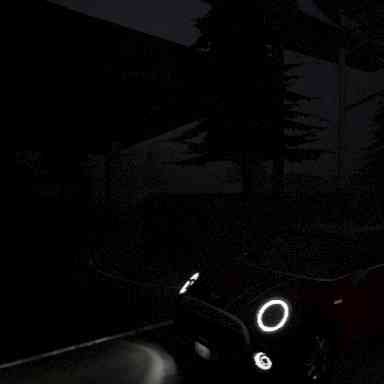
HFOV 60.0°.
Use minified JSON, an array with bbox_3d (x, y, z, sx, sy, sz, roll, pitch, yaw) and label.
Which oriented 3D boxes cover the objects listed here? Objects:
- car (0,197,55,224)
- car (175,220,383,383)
[{"bbox_3d":[-11.900,1.313,23.522,3.866,1.878,1.905,0,0,-36],"label":"car"},{"bbox_3d":[1.958,1.352,5.384,4.553,1.767,2.097,0,0,-35],"label":"car"}]
